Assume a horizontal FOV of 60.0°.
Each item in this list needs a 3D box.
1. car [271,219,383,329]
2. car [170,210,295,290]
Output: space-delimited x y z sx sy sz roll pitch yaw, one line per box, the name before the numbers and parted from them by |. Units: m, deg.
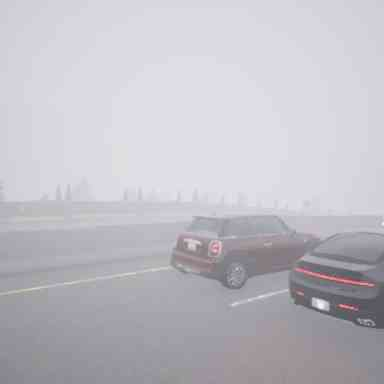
car | 3.971 1.488 6.578 4.892 1.490 1.837 0 0 -36
car | 1.729 1.335 9.278 4.553 1.767 2.097 0 0 -35
